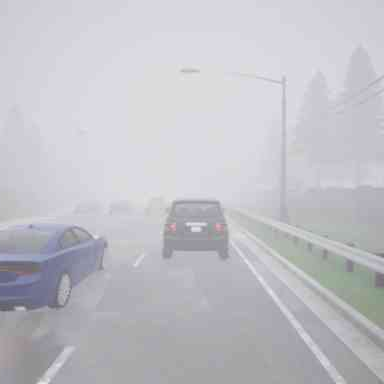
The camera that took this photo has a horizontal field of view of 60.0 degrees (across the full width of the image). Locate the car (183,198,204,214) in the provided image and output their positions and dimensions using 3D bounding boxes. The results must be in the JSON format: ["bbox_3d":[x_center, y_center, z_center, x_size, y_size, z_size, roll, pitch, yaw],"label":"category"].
[{"bbox_3d":[0.194,1.447,36.123,2.128,1.511,4.902,0,0,0],"label":"car"}]

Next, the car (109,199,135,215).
[{"bbox_3d":[-6.903,1.451,33.032,1.837,1.490,4.892,0,1,0],"label":"car"}]

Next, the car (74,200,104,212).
[{"bbox_3d":[-10.395,1.501,33.809,1.994,1.385,4.181,0,0,1],"label":"car"}]

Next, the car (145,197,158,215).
[{"bbox_3d":[-3.397,1.302,33.620,2.097,1.767,4.553,0,0,1],"label":"car"}]

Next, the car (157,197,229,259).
[{"bbox_3d":[0.131,1.206,12.689,2.150,2.045,5.566,0,0,0],"label":"car"}]

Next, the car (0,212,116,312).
[{"bbox_3d":[-3.383,1.461,7.821,1.882,1.535,5.008,0,0,0],"label":"car"}]
